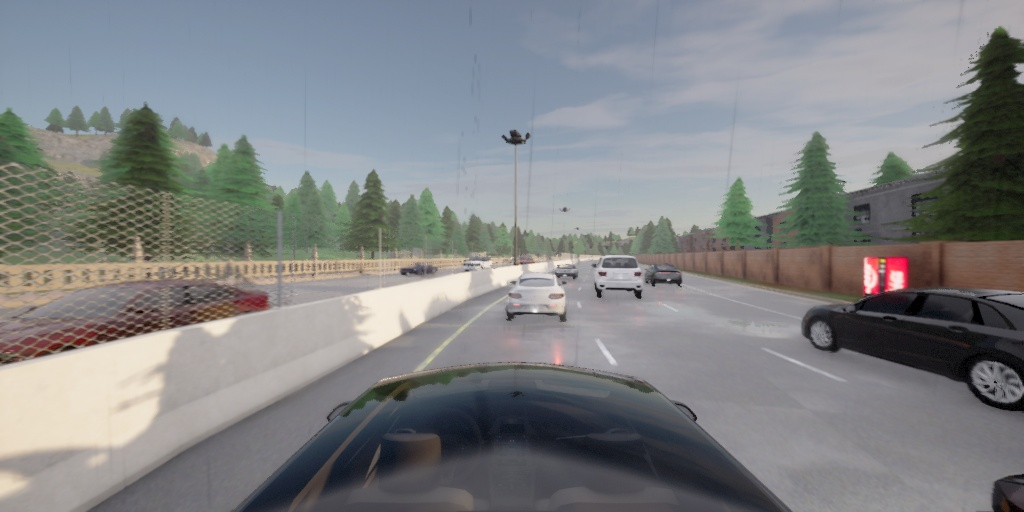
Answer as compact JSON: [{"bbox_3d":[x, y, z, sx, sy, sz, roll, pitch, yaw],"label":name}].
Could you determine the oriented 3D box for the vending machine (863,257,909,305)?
[{"bbox_3d":[15.212,1.013,14.631,1.100,2.100,0.880,0,0,10],"label":"vending machine"}]

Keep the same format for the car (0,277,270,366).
[{"bbox_3d":[-6.826,1.198,6.481,1.882,1.535,5.008,0,0,4],"label":"car"}]

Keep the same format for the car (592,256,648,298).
[{"bbox_3d":[5.501,0.997,19.032,2.150,2.045,5.566,0,0,12],"label":"car"}]

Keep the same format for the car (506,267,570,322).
[{"bbox_3d":[0.899,1.280,12.324,1.812,1.442,4.674,0,0,6],"label":"car"}]

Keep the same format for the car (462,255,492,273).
[{"bbox_3d":[-3.914,0.956,41.454,2.150,2.045,5.566,0,0,13],"label":"car"}]

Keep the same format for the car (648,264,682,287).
[{"bbox_3d":[10.350,1.288,24.803,2.128,1.511,4.902,0,0,13],"label":"car"}]

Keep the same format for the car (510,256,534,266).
[{"bbox_3d":[1.624,0.985,49.512,2.150,2.045,5.566,0,0,14],"label":"car"}]

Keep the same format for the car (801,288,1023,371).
[{"bbox_3d":[7.359,1.288,6.070,1.837,1.490,4.892,0,0,3],"label":"car"}]

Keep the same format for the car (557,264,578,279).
[{"bbox_3d":[5.042,1.374,32.883,1.895,1.301,4.718,0,0,13],"label":"car"}]

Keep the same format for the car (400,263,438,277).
[{"bbox_3d":[-9.041,1.312,35.053,1.895,1.301,4.718,0,0,13],"label":"car"}]
